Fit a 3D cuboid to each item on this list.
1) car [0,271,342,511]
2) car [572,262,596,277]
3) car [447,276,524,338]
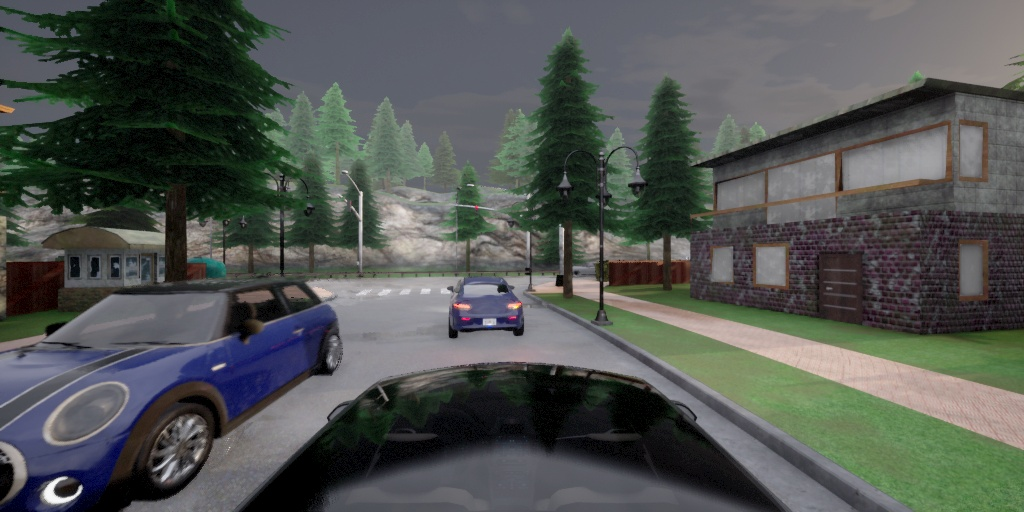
[{"bbox_3d":[-3.909,1.102,4.350,2.097,1.767,4.553,0,0,-4],"label":"car"},{"bbox_3d":[6.870,1.193,32.252,4.718,1.301,1.895,0,0,-12],"label":"car"},{"bbox_3d":[-0.836,1.276,10.119,1.812,1.442,4.674,0,0,-9],"label":"car"}]
